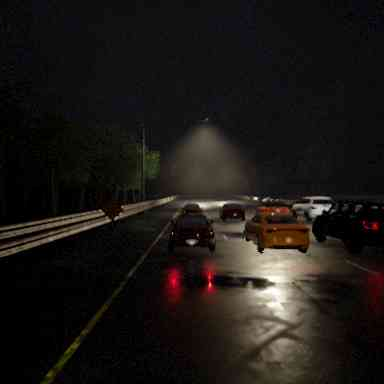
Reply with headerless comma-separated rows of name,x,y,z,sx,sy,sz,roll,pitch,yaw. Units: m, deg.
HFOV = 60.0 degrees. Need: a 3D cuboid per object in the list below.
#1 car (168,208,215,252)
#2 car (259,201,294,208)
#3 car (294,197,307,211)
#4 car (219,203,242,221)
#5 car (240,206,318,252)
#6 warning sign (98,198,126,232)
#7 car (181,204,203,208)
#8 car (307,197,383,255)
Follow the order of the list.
car,0.004,1.651,14.388,1.812,1.442,4.674,0,0,0
car,7.001,1.571,29.080,2.097,1.767,4.553,0,0,0
car,10.499,1.437,29.002,2.150,2.045,5.566,0,0,0
car,3.503,1.700,29.471,1.882,1.535,5.008,0,0,0
car,3.504,1.603,14.475,1.882,1.535,5.008,0,0,0
warning sign,-4.545,1.275,18.967,1.300,1.860,1.060,0,0,0
car,0.002,1.748,29.366,1.812,1.442,4.674,0,0,0
car,7.000,1.339,14.017,2.150,2.045,5.566,0,0,0
